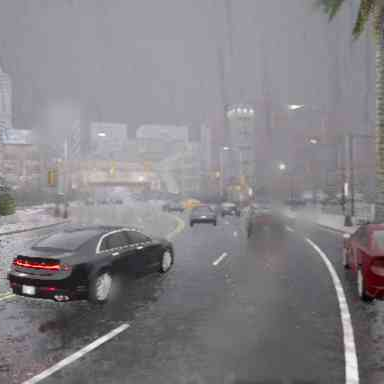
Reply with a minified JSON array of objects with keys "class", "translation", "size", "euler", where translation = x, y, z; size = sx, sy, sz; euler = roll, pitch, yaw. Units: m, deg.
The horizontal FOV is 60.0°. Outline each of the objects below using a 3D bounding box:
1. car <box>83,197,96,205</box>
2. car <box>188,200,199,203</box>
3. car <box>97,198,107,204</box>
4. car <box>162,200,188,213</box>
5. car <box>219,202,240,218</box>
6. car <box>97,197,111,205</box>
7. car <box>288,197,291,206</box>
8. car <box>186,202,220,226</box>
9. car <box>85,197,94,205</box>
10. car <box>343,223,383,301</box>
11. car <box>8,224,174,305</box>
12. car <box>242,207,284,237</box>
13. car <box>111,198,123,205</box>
[{"class":"car","translation":[-23.525,2.216,76.642],"size":[2.097,1.535,5.008],"euler":[0,0,-17]},{"class":"car","translation":[-0.014,1.799,45.999],"size":[1.882,1.535,5.008],"euler":[0,0,-16]},{"class":"car","translation":[-22.847,2.309,84.287],"size":[2.128,1.511,4.902],"euler":[0,0,-17]},{"class":"car","translation":[-2.461,1.863,42.060],"size":[2.033,1.411,5.357],"euler":[0,0,-16]},{"class":"car","translation":[3.381,1.728,32.865],"size":[1.812,1.442,4.674],"euler":[0,-1,-10]},{"class":"car","translation":[-20.294,2.257,76.008],"size":[1.994,1.385,4.181],"euler":[0,0,-17]},{"class":"car","translation":[16.634,1.495,54.662],"size":[2.185,1.767,4.553],"euler":[0,0,-17]},{"class":"car","translation":[0.761,1.735,25.354],"size":[1.994,1.385,4.181],"euler":[0,0,-1]},{"class":"car","translation":[-25.552,2.150,82.741],"size":[2.185,1.767,4.553],"euler":[0,0,-17]},{"class":"car","translation":[4.876,1.492,8.079],"size":[1.882,1.535,5.008],"euler":[-1,0,19]},{"class":"car","translation":[-2.113,1.582,8.428],"size":[1.837,1.490,4.892],"euler":[0,0,22]},{"class":"car","translation":[3.942,1.600,18.574],"size":[1.837,1.490,4.892],"euler":[0,-1,7]},{"class":"car","translation":[-17.095,2.283,77.513],"size":[1.895,1.301,4.718],"euler":[0,0,-17]}]
